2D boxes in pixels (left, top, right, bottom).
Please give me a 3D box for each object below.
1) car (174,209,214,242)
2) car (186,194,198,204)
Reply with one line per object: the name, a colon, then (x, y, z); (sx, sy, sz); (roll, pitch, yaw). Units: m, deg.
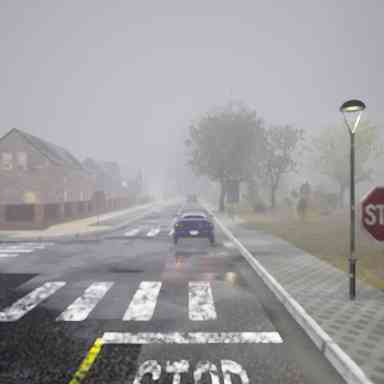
car: (0.086, 1.550, 16.280); (1.812, 1.442, 4.674); (0, 0, 0)
car: (-0.007, 1.413, 66.566); (2.150, 2.045, 5.566); (0, 0, 0)
